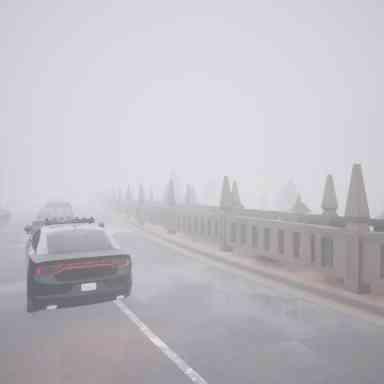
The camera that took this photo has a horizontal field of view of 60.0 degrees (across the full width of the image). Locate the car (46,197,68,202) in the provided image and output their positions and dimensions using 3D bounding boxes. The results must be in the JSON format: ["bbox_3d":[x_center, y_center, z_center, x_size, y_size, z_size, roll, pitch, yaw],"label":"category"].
[{"bbox_3d":[-8.412,1.353,21.059,2.097,1.767,4.553,0,0,-20],"label":"car"}]

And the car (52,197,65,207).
[{"bbox_3d":[-21.362,1.512,53.283,1.837,1.490,4.892,0,0,-20],"label":"car"}]

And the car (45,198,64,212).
[{"bbox_3d":[-16.749,1.510,40.680,1.837,1.490,4.892,0,0,-19],"label":"car"}]

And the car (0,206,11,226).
[{"bbox_3d":[-13.740,1.607,22.748,1.895,1.301,4.718,0,0,-20],"label":"car"}]

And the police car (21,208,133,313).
[{"bbox_3d":[-2.956,1.426,8.013,1.930,1.638,5.238,0,0,-27],"label":"police car"}]

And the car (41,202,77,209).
[{"bbox_3d":[-6.474,1.480,15.801,1.882,1.535,5.008,0,0,-21],"label":"car"}]
